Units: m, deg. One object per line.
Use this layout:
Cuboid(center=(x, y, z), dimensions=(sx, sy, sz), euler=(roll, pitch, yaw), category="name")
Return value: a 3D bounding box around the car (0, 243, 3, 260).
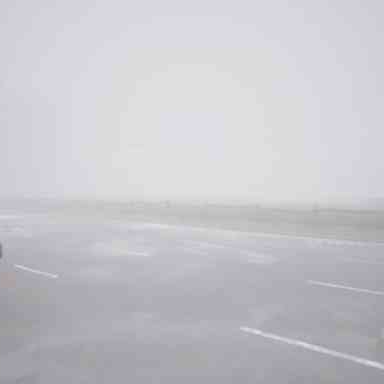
Cuboid(center=(-7.248, 1.485, 9.160), dimensions=(4.718, 1.301, 1.895), euler=(1, 0, 35), category="car")
